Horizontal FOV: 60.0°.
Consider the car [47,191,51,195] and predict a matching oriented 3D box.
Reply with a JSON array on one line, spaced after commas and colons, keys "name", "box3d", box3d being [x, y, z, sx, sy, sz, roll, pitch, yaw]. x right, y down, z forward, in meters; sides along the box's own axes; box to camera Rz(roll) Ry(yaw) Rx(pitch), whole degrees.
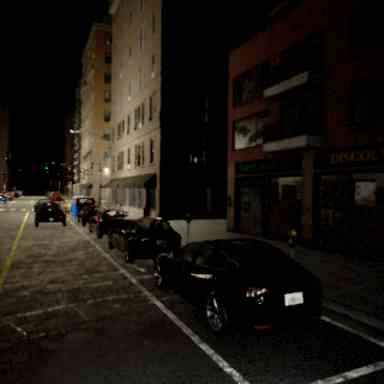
[{"name": "car", "box3d": [-27.529, 0.925, 67.207, 2.192, 1.841, 5.009, 1, 0, -25]}]

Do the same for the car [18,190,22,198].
[{"name": "car", "box3d": [-44.678, 0.888, 83.857, 1.887, 1.381, 4.507, 1, 0, -25]}]

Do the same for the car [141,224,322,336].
[{"name": "car", "box3d": [0.606, 1.576, 6.720, 1.947, 1.339, 4.313, 1, 0, -25]}]

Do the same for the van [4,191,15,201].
[{"name": "van", "box3d": [-37.607, 0.812, 68.661, 1.690, 1.788, 3.998, 1, 0, -25]}]

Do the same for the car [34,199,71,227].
[{"name": "car", "box3d": [-9.347, 1.410, 21.980, 1.812, 1.442, 4.674, 1, 0, -25]}]

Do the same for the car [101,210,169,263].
[{"name": "car", "box3d": [-1.785, 1.547, 11.860, 1.947, 1.339, 4.313, 1, 0, -25]}]

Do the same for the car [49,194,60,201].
[{"name": "car", "box3d": [-29.887, 1.137, 72.271, 1.947, 1.339, 4.313, 1, 0, -25]}]

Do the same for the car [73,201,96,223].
[{"name": "car", "box3d": [-6.568, 1.503, 22.141, 1.802, 1.307, 4.206, 1, 0, -25]}]

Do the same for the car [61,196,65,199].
[{"name": "car", "box3d": [-11.422, 1.376, 32.576, 1.752, 1.417, 4.829, 1, 0, -25]}]

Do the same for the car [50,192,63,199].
[{"name": "car", "box3d": [-22.819, 1.123, 57.079, 1.967, 1.590, 4.097, 1, 0, -25]}]

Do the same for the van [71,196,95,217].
[{"name": "van", "box3d": [-8.956, 1.228, 27.282, 1.690, 1.788, 3.998, 1, 0, -25]}]

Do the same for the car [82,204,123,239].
[{"name": "car", "box3d": [-4.176, 1.503, 17.000, 2.008, 1.369, 4.403, 1, 0, -25]}]

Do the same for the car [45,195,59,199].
[{"name": "car", "box3d": [-15.331, 1.361, 34.827, 1.994, 1.385, 4.181, 1, 0, -25]}]

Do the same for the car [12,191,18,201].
[{"name": "car", "box3d": [-35.252, 0.825, 63.597, 2.192, 1.841, 5.009, 1, 0, -25]}]

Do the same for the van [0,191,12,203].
[{"name": "van", "box3d": [-30.540, 0.924, 53.467, 1.690, 1.788, 3.998, 1, 0, -25]}]
